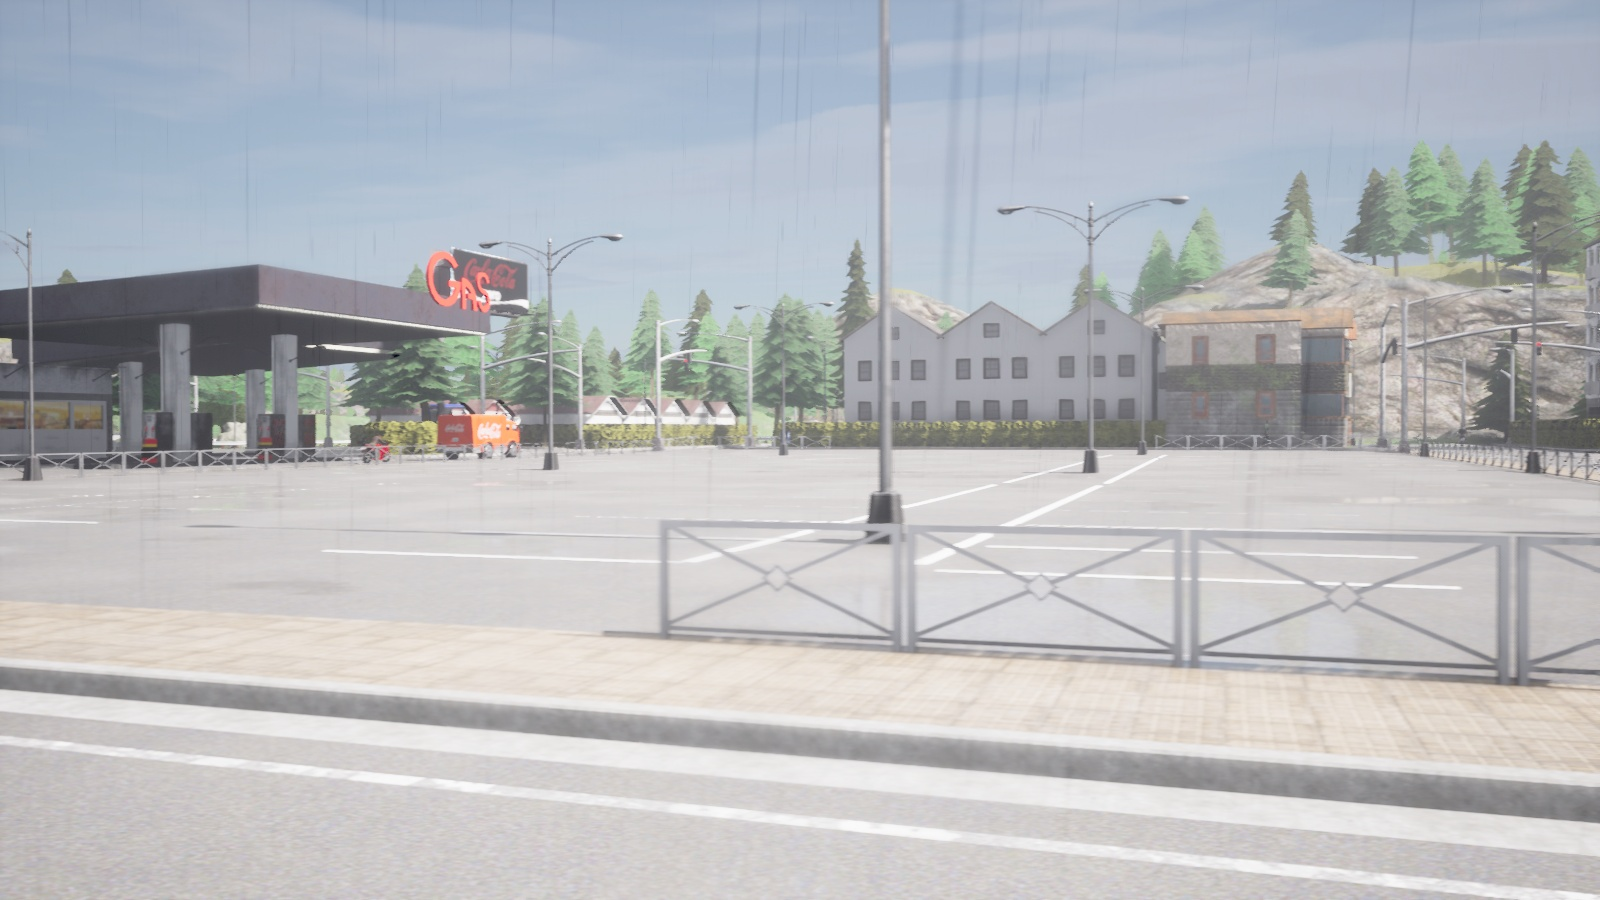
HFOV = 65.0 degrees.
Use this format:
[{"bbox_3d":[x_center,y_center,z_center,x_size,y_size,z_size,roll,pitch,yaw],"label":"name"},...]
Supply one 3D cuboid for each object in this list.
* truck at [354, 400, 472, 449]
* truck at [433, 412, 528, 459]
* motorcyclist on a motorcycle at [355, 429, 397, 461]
[{"bbox_3d":[-28.054,-1.846,91.118,7.936,3.462,2.891,0,2,19],"label":"truck"},{"bbox_3d":[-17.488,-0.832,69.054,2.627,2.467,5.204,1,1,19],"label":"truck"},{"bbox_3d":[-20.466,-0.240,60.656,0.797,1.523,2.044,1,1,19],"label":"motorcyclist on a motorcycle"}]
